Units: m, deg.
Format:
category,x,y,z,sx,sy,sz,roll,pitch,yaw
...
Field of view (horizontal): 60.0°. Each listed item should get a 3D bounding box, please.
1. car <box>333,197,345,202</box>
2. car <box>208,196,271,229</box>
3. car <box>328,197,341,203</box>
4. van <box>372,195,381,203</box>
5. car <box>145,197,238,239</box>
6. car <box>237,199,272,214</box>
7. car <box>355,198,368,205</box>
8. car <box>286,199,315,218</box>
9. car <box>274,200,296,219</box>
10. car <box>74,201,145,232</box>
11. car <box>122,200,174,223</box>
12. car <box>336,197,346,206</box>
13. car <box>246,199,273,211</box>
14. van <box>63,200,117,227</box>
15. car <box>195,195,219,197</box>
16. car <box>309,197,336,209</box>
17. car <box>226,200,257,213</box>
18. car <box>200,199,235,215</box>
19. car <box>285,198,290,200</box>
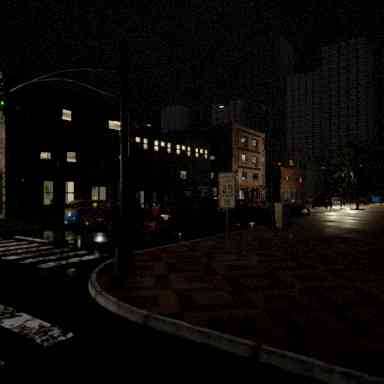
category,x,y,z,sx,sy,sz,roll,pitch,yaw
car,37.998,1.935,85.741,1.887,1.381,4.507,-1,-1,35
car,3.331,1.367,22.298,2.192,1.841,5.009,-1,-1,35
car,34.805,1.914,81.233,2.008,1.369,4.403,-1,-1,35
van,44.837,1.694,80.903,1.690,1.788,3.998,-1,-1,35
car,0.138,1.349,17.790,2.192,1.841,5.009,-1,-1,35
car,7.159,1.609,37.694,1.882,1.535,5.008,0,0,36
car,32.067,1.801,62.868,2.008,1.369,4.403,-1,-1,35
car,9.718,1.657,31.313,1.947,1.339,4.313,-1,-1,35
car,6.525,1.616,26.804,1.887,1.381,4.507,-1,-1,35
car,-4.584,1.538,21.137,1.882,1.535,5.008,0,0,35
car,-3.509,1.530,27.138,1.967,1.590,4.097,-1,-1,35
car,25.356,1.828,57.867,1.895,1.301,4.718,0,0,36
car,9.263,1.722,45.169,2.008,1.369,4.403,-1,-1,35
van,-6.701,1.413,22.631,1.690,1.788,3.998,-1,0,35
car,1.118,1.315,29.184,2.150,2.045,5.566,0,0,35
car,19.485,1.536,49.578,2.097,1.767,4.553,0,0,35
car,6.070,1.700,40.661,2.008,1.369,4.403,-1,-1,35
car,2.877,1.569,36.155,1.967,1.590,4.097,-1,-1,35
car,15.549,1.741,54.046,1.752,1.417,4.829,-1,-1,35
